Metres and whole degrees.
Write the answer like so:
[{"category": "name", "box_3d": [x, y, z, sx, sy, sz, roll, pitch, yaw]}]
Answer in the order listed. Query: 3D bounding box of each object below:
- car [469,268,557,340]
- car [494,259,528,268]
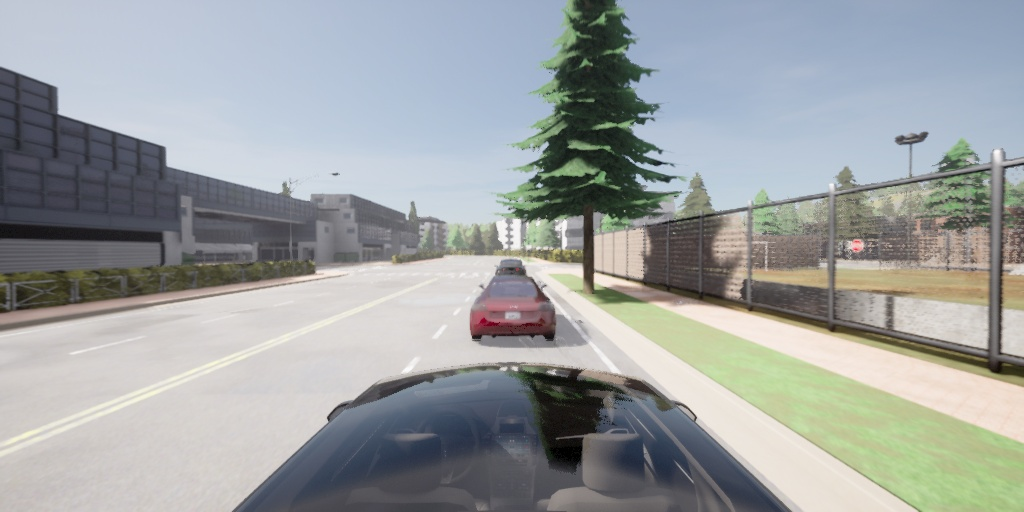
[{"category": "car", "box_3d": [0.018, 1.189, 9.536, 1.994, 1.385, 4.181, 0, 1, 0]}, {"category": "car", "box_3d": [-0.052, 0.920, 22.505, 1.837, 1.490, 4.892, 0, 1, -1]}]
